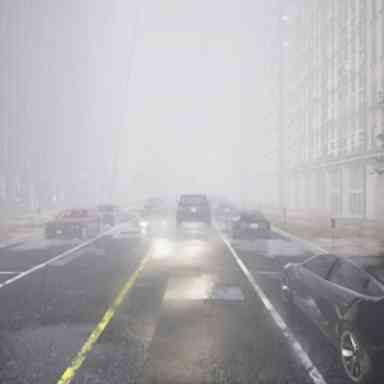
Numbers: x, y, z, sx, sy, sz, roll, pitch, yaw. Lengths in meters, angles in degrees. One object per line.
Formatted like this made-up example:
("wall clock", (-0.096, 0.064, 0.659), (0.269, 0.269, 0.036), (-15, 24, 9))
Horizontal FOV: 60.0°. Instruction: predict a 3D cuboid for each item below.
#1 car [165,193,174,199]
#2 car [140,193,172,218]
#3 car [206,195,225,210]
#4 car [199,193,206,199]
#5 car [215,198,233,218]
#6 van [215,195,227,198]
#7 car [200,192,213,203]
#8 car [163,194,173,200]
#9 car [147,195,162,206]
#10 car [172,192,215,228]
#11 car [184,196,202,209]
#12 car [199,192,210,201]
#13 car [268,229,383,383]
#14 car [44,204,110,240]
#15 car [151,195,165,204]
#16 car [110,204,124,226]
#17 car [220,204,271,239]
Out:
("car", (-5.691, 1.065, 84.786), (1.947, 1.339, 4.313), (0, 0, 0))
("car", (-3.098, 1.203, 28.150), (2.097, 1.767, 4.553), (0, 0, 0))
("car", (2.692, 1.227, 39.236), (1.967, 1.590, 4.097), (0, 0, 0))
("car", (2.690, 1.023, 84.942), (1.752, 1.417, 4.829), (0, 0, 0))
("car", (2.692, 1.418, 27.852), (1.947, 1.339, 4.313), (0, 0, 0))
("van", (2.693, 1.161, 33.544), (1.690, 1.788, 3.998), (0, 0, 0))
("car", (2.692, 0.962, 62.003), (2.192, 1.841, 5.009), (0, 0, 0))
("car", (-5.690, 1.088, 79.093), (2.008, 1.369, 4.403), (0, 0, 0))
("car", (-5.689, 1.245, 50.461), (1.752, 1.417, 4.829), (0, 0, 0))
("car", (0.097, 1.110, 21.489), (2.150, 2.045, 5.566), (0, 0, 0))
("car", (0.096, 1.262, 42.344), (2.128, 1.511, 4.902), (0, 1, 0))
("car", (2.692, 0.890, 73.388), (2.192, 1.841, 5.009), (0, 0, 0))
("car", (2.693, 1.539, 5.084), (1.947, 1.339, 4.313), (0, 0, 0))
("car", (-5.688, 1.459, 16.476), (1.887, 1.381, 4.507), (0, 0, 0))
("car", (-5.689, 1.234, 56.324), (2.008, 1.369, 4.403), (0, 0, 0))
("car", (-5.689, 1.450, 22.168), (1.947, 1.339, 4.313), (0, 0, 0))
("car", (2.692, 1.480, 16.468), (1.947, 1.339, 4.313), (0, 0, 0))
